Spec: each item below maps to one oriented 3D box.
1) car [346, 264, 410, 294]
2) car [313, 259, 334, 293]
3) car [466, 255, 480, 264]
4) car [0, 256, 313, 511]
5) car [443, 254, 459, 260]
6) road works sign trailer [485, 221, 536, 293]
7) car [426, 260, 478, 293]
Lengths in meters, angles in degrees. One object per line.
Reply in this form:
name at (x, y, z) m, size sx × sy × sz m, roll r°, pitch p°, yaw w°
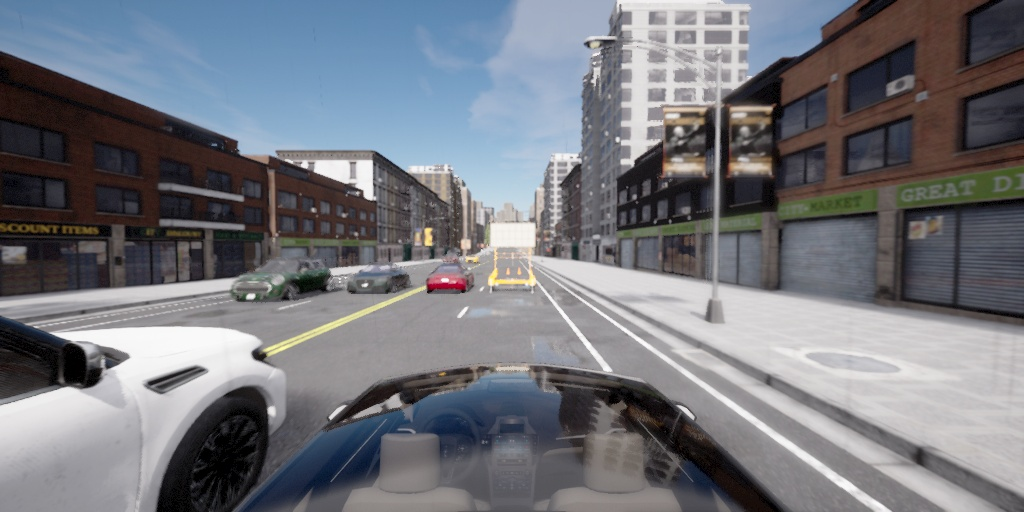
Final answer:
car at (-6.578, 1.088, 18.035) m, size 1.994 × 1.385 × 4.181 m, roll 0°, pitch 1°, yaw 0°
car at (-9.830, 0.905, 15.734) m, size 2.097 × 1.767 × 4.553 m, roll 0°, pitch 1°, yaw 0°
car at (-6.479, 0.515, 59.138) m, size 1.882 × 1.535 × 5.008 m, roll 0°, pitch 1°, yaw 1°
car at (-3.154, 0.984, 0.900) m, size 2.150 × 2.045 × 5.566 m, roll 0°, pitch 1°, yaw 0°
car at (-9.739, 0.407, 57.453) m, size 2.097 × 1.767 × 4.553 m, roll 0°, pitch 1°, yaw 1°
road works sign trailer at (0.044, -0.020, 18.692) m, size 2.380 × 3.560 × 2.880 m, roll 0°, pitch 0°, yaw 3°
car at (-3.131, 1.078, 18.800) m, size 1.994 × 1.385 × 4.181 m, roll 0°, pitch 1°, yaw 0°
